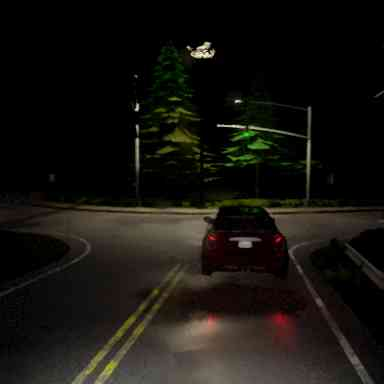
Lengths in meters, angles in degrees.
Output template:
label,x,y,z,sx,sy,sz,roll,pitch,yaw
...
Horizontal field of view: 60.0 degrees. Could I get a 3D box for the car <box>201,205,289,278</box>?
label,x,y,z,sx,sy,sz,roll,pitch,yaw
car,1.398,1.165,9.837,2.097,1.767,4.553,1,2,4
